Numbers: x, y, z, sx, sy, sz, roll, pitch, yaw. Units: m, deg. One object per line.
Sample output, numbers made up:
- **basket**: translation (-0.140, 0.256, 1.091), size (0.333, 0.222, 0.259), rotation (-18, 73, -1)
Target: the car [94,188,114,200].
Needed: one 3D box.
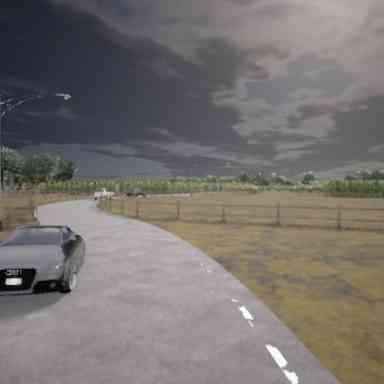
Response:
- **car**: translation (-15.691, 0.389, 59.462), size (2.150, 2.045, 5.566), rotation (-1, 1, 4)

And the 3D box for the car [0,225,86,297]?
- **car**: translation (-3.891, 1.558, 8.495), size (1.994, 1.385, 4.181), rotation (0, 0, -11)

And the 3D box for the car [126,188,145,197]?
- **car**: translation (-12.494, 0.139, 74.572), size (2.150, 2.045, 5.566), rotation (-1, 1, 23)
